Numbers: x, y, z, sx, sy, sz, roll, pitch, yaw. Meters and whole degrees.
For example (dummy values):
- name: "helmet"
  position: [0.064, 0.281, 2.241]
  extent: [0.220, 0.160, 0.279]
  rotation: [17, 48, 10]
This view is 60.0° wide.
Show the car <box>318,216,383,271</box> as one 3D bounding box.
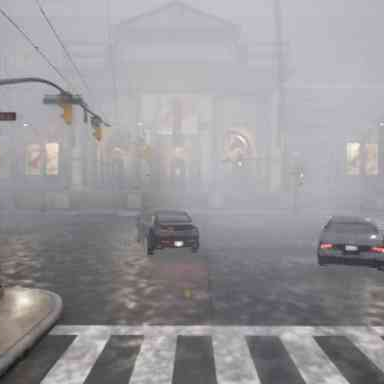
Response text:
- name: "car"
  position: [5.238, 1.491, 10.880]
  extent: [2.033, 1.411, 5.357]
  rotation: [0, 0, 26]

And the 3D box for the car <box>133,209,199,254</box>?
- name: "car"
  position: [-1.131, 1.437, 13.263]
  extent: [1.837, 1.490, 4.892]
  rotation: [1, 0, -17]
